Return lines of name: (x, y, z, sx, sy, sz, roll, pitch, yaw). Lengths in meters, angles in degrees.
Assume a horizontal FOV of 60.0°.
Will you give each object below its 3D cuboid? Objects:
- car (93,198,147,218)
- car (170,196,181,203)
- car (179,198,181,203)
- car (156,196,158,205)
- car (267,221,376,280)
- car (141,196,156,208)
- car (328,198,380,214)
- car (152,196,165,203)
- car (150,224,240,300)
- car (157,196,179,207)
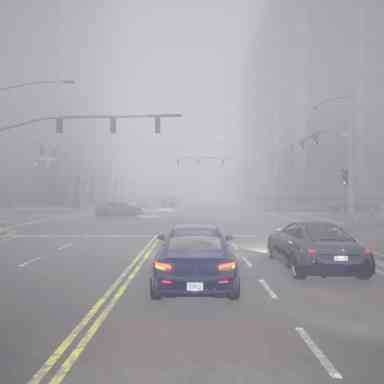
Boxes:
car: (-6.504, 1.534, 29.357, 4.181, 1.385, 1.994, 0, 0, -29)
car: (-3.351, 1.564, 69.253, 1.994, 1.385, 4.181, 0, 0, 0)
car: (-3.448, 1.478, 59.250, 1.882, 1.535, 5.008, 0, 0, 0)
car: (-6.957, 1.505, 58.186, 1.837, 1.490, 4.892, 0, 0, 0)
car: (3.593, 1.564, 9.992, 1.994, 1.385, 4.181, 0, 0, 0)
car: (-6.994, 1.547, 48.452, 2.033, 1.411, 5.357, 0, 0, 0)
car: (16.780, 1.422, 34.500, 5.008, 1.535, 1.882, 0, 0, 0)
car: (-6.857, 1.547, 68.633, 2.033, 1.411, 5.357, 0, 0, 0)
car: (0.077, 1.526, 8.256, 1.812, 1.442, 4.674, 0, 0, 1)
car: (-3.489, 1.492, 49.659, 2.128, 1.511, 4.902, 0, 0, 0)
